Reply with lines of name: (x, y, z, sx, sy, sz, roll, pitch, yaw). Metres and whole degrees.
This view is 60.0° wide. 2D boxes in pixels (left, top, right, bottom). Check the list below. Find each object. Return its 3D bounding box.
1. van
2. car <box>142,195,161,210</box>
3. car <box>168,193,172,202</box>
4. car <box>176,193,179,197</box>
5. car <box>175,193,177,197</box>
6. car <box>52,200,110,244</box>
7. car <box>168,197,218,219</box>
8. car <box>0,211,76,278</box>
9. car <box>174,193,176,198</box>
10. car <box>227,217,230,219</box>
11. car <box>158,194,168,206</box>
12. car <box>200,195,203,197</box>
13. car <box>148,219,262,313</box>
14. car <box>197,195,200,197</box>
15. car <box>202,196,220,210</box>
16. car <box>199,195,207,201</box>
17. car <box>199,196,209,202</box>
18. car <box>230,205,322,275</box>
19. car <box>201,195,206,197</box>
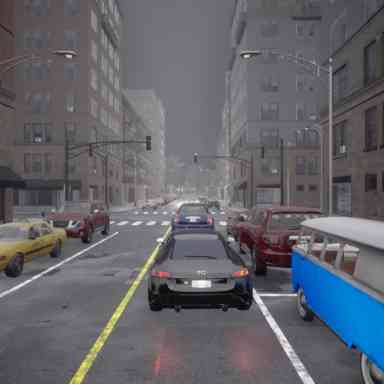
van: (2.642, 1.341, 4.706, 1.690, 1.788, 3.998, 0, 0, 0)
car: (-5.384, 1.522, 42.908, 1.752, 1.417, 4.829, 0, 0, 0)
car: (-5.365, 1.312, 59.524, 2.192, 1.841, 5.009, 0, 0, 0)
car: (-5.335, 1.313, 86.934, 2.192, 1.841, 5.009, 0, 0, 0)
car: (-5.341, 1.563, 81.452, 1.947, 1.339, 4.313, 0, 0, 0)
car: (-5.388, 1.314, 16.070, 2.192, 1.841, 5.009, 0, 0, 0)
car: (0.062, 1.351, 17.833, 2.097, 1.767, 4.553, 0, 0, 0)
car: (-5.392, 1.525, 10.221, 1.752, 1.417, 4.829, 0, 0, 0)
car: (-5.347, 1.548, 75.970, 2.008, 1.369, 4.403, 0, 0, 0)
car: (2.650, 1.581, 16.064, 1.802, 1.307, 4.206, 0, 0, 0)
car: (-5.372, 1.522, 53.871, 1.752, 1.417, 4.829, 0, 0, 0)
car: (2.678, 1.547, 54.035, 2.008, 1.369, 4.403, 0, 0, 0)
car: (0.104, 1.564, 7.777, 1.994, 1.385, 4.181, 0, 0, -2)
car: (2.690, 1.548, 70.481, 2.008, 1.369, 4.403, 0, 0, 0)
car: (2.670, 1.547, 43.072, 2.008, 1.369, 4.403, 0, 0, 0)
car: (2.698, 1.438, 81.446, 1.967, 1.590, 4.097, 0, 0, 0)
car: (2.694, 1.548, 75.963, 2.008, 1.369, 4.403, 0, 0, 0)
car: (2.646, 1.314, 10.384, 2.192, 1.841, 5.009, 0, 0, 0)
car: (2.674, 1.541, 48.554, 1.887, 1.381, 4.507, 0, 0, 0)
